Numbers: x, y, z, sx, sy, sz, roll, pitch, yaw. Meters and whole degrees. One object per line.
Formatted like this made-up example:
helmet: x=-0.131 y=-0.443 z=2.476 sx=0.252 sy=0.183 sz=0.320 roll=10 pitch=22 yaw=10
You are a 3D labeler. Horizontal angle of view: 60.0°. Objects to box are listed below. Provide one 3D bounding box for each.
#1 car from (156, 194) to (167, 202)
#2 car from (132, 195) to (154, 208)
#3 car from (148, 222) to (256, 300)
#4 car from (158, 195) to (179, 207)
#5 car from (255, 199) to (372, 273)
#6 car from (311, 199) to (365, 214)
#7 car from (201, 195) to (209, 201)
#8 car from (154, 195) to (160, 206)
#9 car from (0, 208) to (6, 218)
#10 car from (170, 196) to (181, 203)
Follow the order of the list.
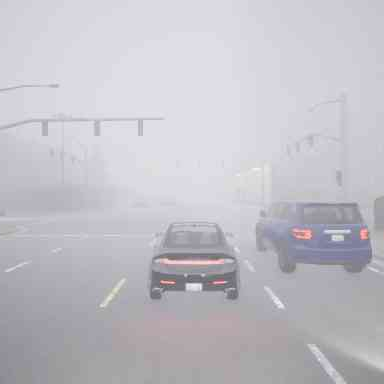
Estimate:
car: x=-7.013 y=1.355 z=76.464 sx=2.097 sy=1.767 sz=4.553 roll=0 pitch=0 yaw=0
car: x=-7.153 y=1.352 z=47.272 sx=2.097 sy=1.767 sz=4.553 roll=0 pitch=0 yaw=2
car: x=0.055 y=1.492 z=8.396 sx=2.128 sy=1.511 sz=4.902 roll=0 pitch=0 yaw=0
car: x=-3.595 y=1.547 z=51.890 sx=2.033 sy=1.411 sz=5.357 roll=0 pitch=0 yaw=0
car: x=3.570 y=1.221 z=10.841 sx=2.150 sy=2.045 sz=5.566 roll=0 pitch=0 yaw=0
car: x=15.577 y=1.560 z=35.638 sx=4.892 sy=1.490 sz=1.837 roll=0 pitch=0 yaw=0
car: x=3.485 y=1.525 z=88.830 sx=2.128 sy=1.511 sz=4.902 roll=0 pitch=0 yaw=0
car: x=-7.094 y=1.352 z=56.096 sx=2.097 sy=1.767 sz=4.553 roll=0 pitch=0 yaw=0
car: x=-18.285 y=1.618 z=28.375 sx=4.181 sy=1.385 sz=1.994 roll=0 pitch=0 yaw=-1
car: x=-3.512 y=1.540 z=71.885 sx=2.033 sy=1.411 sz=5.357 roll=0 pitch=0 yaw=0
